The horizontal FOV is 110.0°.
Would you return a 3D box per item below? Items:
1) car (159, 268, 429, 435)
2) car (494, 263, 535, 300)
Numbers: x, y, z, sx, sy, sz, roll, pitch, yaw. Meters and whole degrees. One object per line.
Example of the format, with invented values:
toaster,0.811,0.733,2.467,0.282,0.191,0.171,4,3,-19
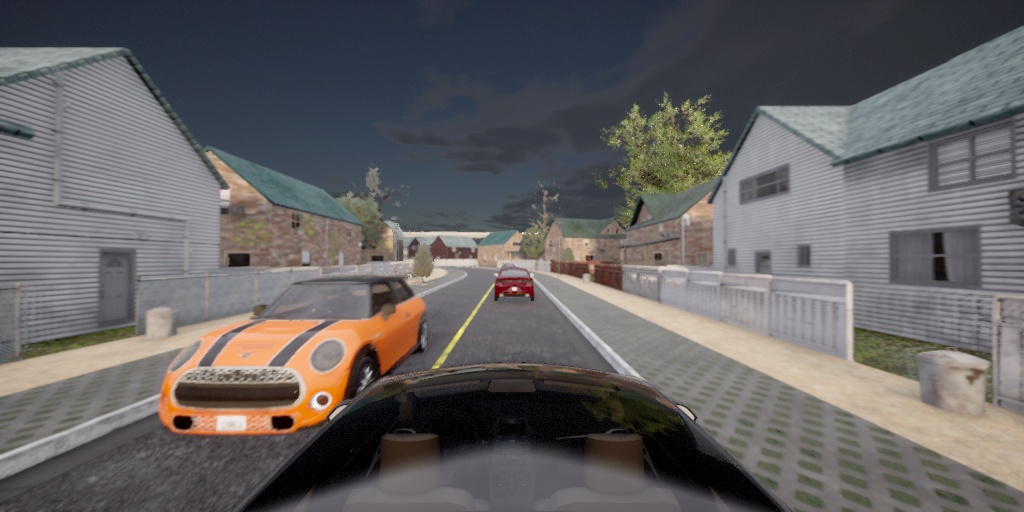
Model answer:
car,-2.848,1.126,5.891,2.097,1.767,4.553,0,0,0
car,0.110,1.314,18.269,1.882,1.535,5.008,0,0,0
